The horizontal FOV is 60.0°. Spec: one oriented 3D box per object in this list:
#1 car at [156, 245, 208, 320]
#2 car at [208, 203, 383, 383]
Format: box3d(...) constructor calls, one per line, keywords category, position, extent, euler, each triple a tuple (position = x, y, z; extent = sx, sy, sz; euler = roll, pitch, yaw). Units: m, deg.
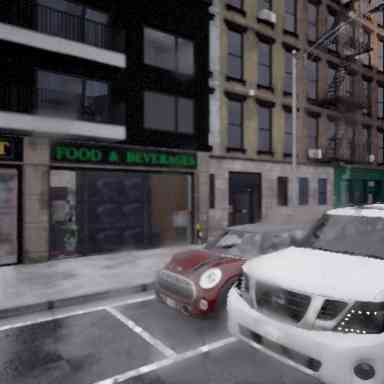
box3d(category="car", position=(1.252, 1.443, 7.083), extent=(4.097, 1.590, 1.967), euler=(0, 0, -36))
box3d(category="car", position=(3.142, 1.225, 5.311), extent=(5.566, 2.045, 2.150), euler=(0, 0, -35))
